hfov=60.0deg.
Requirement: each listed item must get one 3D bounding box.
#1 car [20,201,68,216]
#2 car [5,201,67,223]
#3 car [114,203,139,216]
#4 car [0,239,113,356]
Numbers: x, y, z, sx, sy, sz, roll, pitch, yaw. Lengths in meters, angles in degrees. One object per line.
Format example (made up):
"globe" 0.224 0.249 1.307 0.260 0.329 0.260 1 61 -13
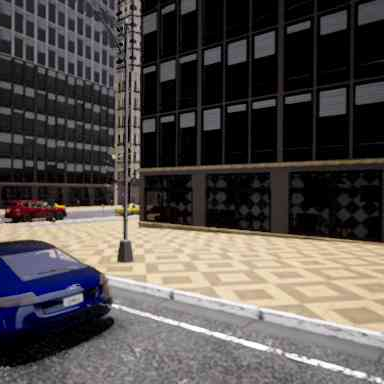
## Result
"car" -16.990 1.847 38.314 1.752 1.417 4.829 0 0 36
"car" -13.466 1.676 28.950 2.192 1.841 5.009 0 0 36
"car" -6.694 1.985 38.180 1.752 1.417 4.829 0 0 36
"car" -3.430 1.596 6.114 4.181 1.385 1.994 0 0 34
